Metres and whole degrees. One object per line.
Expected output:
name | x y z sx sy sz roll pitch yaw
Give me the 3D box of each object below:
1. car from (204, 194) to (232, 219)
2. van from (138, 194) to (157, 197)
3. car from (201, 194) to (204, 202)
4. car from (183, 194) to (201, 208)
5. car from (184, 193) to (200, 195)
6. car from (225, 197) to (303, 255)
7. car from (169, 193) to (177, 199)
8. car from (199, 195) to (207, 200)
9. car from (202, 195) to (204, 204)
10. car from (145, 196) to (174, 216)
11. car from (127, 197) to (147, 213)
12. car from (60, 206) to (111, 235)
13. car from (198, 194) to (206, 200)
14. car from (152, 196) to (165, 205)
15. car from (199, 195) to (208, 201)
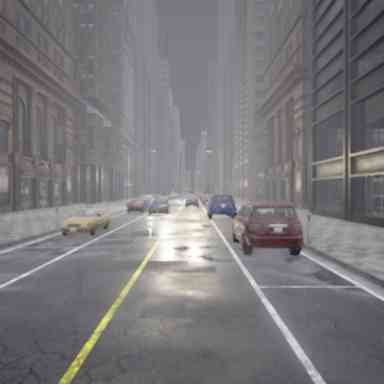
car | 2.402 1.185 28.315 2.150 2.045 5.566 0 0 0
van | -5.750 1.283 41.147 1.690 1.788 3.998 0 0 0
car | 2.780 1.503 58.013 1.802 1.307 4.206 0 0 0
car | 0.020 1.441 46.881 1.837 1.490 4.892 0 0 0
car | 0.019 1.408 62.719 2.128 1.511 4.902 0 0 0
car | 2.767 1.293 13.063 2.192 1.841 5.009 0 0 0
car | -5.736 1.478 91.713 1.802 1.307 4.206 0 0 0
car | 2.787 1.443 86.107 1.887 1.381 4.507 0 0 0
car | 2.777 1.459 46.945 1.752 1.417 4.829 0 0 0
car | -3.087 1.456 32.283 1.837 1.490 4.892 0 0 0
car | -5.752 1.493 35.529 1.887 1.381 4.507 0 0 0
car | -5.756 1.496 18.504 1.752 1.417 4.829 0 0 0
car | 2.789 1.335 91.726 1.967 1.590 4.097 0 0 0
car | -5.745 1.447 57.833 1.752 1.417 4.829 0 0 0
car | 2.786 1.468 80.488 1.947 1.339 4.313 0 0 0
